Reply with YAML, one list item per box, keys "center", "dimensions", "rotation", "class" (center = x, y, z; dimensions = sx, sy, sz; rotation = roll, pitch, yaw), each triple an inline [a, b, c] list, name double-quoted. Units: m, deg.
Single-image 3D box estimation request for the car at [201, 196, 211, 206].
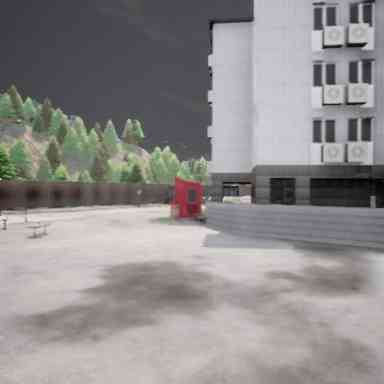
- center: [2.122, 1.296, 51.058]
  dimensions: [1.812, 1.442, 4.674]
  rotation: [1, 0, 36]
  class: "car"
